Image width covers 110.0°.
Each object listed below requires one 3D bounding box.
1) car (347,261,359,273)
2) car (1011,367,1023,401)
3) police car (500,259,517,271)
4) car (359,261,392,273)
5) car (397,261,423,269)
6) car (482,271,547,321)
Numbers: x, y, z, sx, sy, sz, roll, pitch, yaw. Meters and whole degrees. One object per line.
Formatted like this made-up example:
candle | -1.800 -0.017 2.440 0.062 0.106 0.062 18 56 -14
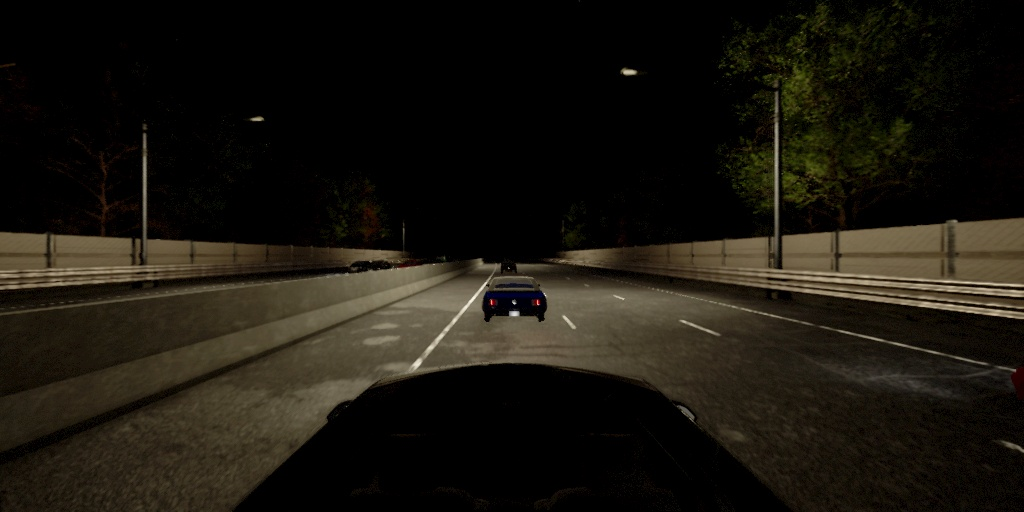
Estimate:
car | -18.083 1.287 43.279 1.812 1.442 4.674 0 0 -1
car | 7.094 1.274 2.411 1.812 1.442 4.674 0 0 0
police car | -0.420 1.189 44.234 1.930 1.638 5.238 0 0 -1
car | -14.497 1.266 39.002 1.837 1.490 4.892 0 0 -1
car | -10.998 1.239 39.084 1.882 1.535 5.008 0 0 -1
car | 0.060 1.354 12.421 1.895 1.301 4.718 0 0 0
